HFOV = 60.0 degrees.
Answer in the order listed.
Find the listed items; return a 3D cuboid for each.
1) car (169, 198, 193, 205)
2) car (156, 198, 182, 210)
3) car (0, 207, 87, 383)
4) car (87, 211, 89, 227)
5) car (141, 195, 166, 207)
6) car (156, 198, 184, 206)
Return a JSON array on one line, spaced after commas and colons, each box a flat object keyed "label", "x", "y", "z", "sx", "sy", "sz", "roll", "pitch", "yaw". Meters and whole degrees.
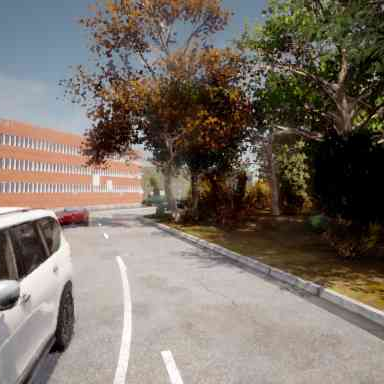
[{"label": "car", "x": -2.261, "y": 1.919, "z": 69.340, "sx": 4.674, "sy": 1.452, "sz": 2.002, "roll": 0, "pitch": 0, "yaw": 20}, {"label": "car", "x": -2.684, "y": 1.894, "z": 45.915, "sx": 1.895, "sy": 1.301, "sz": 4.718, "roll": 0, "pitch": 0, "yaw": 21}, {"label": "car", "x": -2.625, "y": 1.225, "z": 3.121, "sx": 2.150, "sy": 2.045, "sz": 5.566, "roll": 0, "pitch": 0, "yaw": -8}, {"label": "car", "x": -8.252, "y": 1.706, "z": 23.370, "sx": 1.895, "sy": 1.301, "sz": 4.718, "roll": 0, "pitch": 0, "yaw": -18}, {"label": "car", "x": -6.197, "y": 1.580, "z": 58.746, "sx": 5.566, "sy": 2.045, "sz": 2.435, "roll": 0, "pitch": 0, "yaw": 20}, {"label": "car", "x": -4.219, "y": 1.858, "z": 64.040, "sx": 5.008, "sy": 1.535, "sz": 2.097, "roll": 0, "pitch": 0, "yaw": 20}]
